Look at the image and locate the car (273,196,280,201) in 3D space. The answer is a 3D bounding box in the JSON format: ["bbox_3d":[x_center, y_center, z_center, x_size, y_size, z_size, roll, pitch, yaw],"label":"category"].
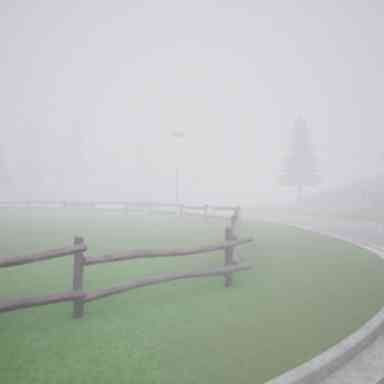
[{"bbox_3d":[24.247,1.887,91.414,4.553,1.767,2.097,1,0,-35],"label":"car"}]

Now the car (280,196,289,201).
[{"bbox_3d":[26.244,2.055,88.540,4.674,1.442,1.812,1,0,-35],"label":"car"}]

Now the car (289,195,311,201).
[{"bbox_3d":[28.246,1.756,85.668,5.566,2.045,2.150,1,0,-35],"label":"car"}]

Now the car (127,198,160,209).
[{"bbox_3d":[-6.999,1.684,47.916,5.008,1.535,1.882,0,0,22],"label":"car"}]

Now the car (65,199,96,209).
[{"bbox_3d":[-15.575,1.698,46.640,4.181,1.385,1.994,0,0,3],"label":"car"}]
